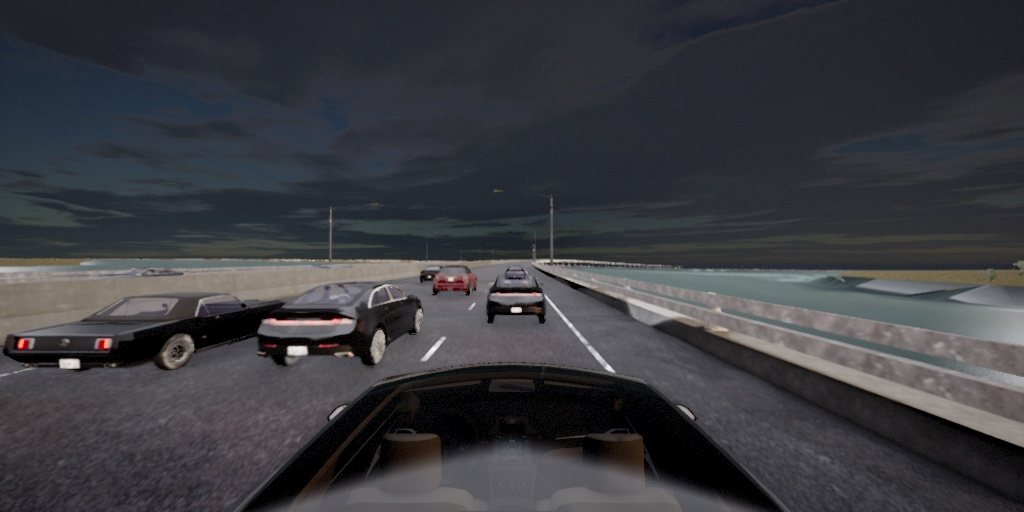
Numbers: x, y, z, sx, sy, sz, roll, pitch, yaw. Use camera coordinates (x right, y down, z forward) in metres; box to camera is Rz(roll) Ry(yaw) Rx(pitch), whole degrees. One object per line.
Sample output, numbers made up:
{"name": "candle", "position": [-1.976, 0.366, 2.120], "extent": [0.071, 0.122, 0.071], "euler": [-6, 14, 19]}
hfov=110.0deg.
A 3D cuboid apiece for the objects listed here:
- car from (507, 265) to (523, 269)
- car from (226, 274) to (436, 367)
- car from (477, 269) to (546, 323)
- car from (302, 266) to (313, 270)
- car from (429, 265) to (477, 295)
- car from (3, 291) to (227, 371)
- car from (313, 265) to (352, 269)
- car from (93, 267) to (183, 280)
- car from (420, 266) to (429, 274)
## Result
{"name": "car", "position": [0.301, 1.593, 32.416], "extent": [2.128, 1.511, 4.902], "euler": [0, -1, 1]}
{"name": "car", "position": [-3.381, 1.314, 8.092], "extent": [2.128, 1.511, 4.902], "euler": [0, -1, 0]}
{"name": "car", "position": [0.137, 1.370, 12.766], "extent": [2.128, 1.511, 4.902], "euler": [0, -1, 0]}
{"name": "car", "position": [-20.827, 1.708, 37.977], "extent": [2.033, 1.411, 5.357], "euler": [0, -1, 1]}
{"name": "car", "position": [-3.303, 1.330, 21.621], "extent": [2.097, 1.767, 4.553], "euler": [0, -1, 0]}
{"name": "car", "position": [-6.884, 1.420, 7.814], "extent": [1.895, 1.301, 4.718], "euler": [0, -1, 0]}
{"name": "car", "position": [-17.353, 1.688, 36.189], "extent": [2.033, 1.411, 5.357], "euler": [0, -1, 1]}
{"name": "car", "position": [-24.490, 1.490, 23.711], "extent": [2.128, 1.511, 4.902], "euler": [0, -1, 1]}
{"name": "car", "position": [-6.707, 1.570, 31.730], "extent": [1.882, 1.535, 5.008], "euler": [0, -1, 1]}
